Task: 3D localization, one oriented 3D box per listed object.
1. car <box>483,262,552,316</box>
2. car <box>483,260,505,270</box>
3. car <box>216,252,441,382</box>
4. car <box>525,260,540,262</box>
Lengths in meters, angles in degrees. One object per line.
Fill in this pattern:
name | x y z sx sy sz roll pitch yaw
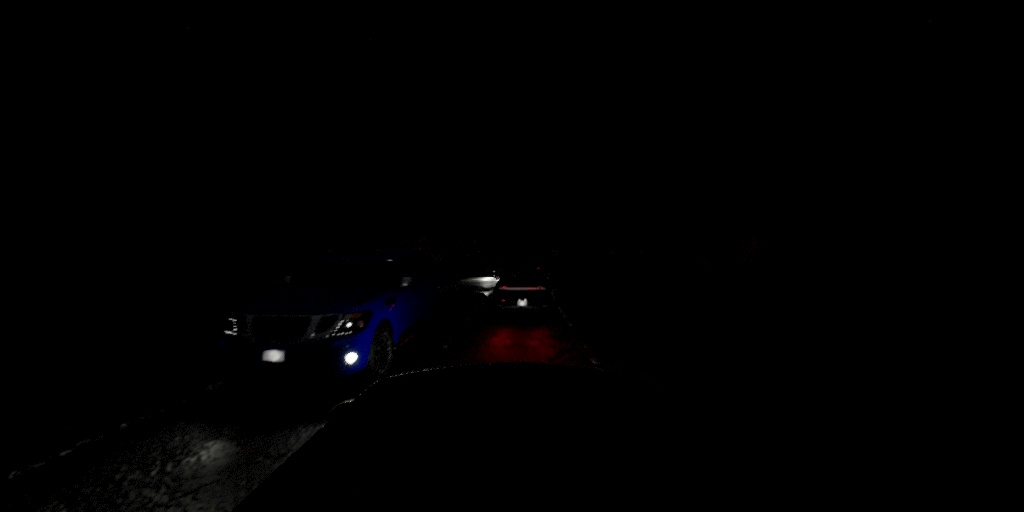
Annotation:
car | 0.399 1.156 12.948 2.128 1.511 4.902 0 0 2
car | -1.290 1.076 31.707 1.994 1.385 4.181 0 0 6
car | -3.006 0.922 7.410 2.150 2.045 5.566 0 0 2
car | 1.795 1.065 31.785 2.033 1.411 5.357 0 0 6
